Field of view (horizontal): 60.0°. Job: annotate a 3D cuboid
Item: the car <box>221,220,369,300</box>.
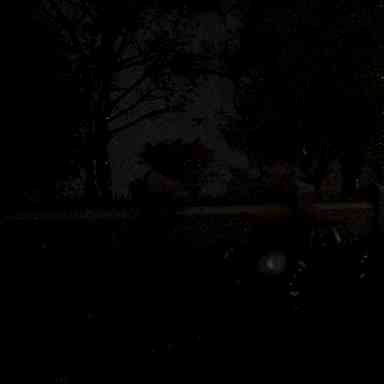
[{"bbox_3d":[2.676,1.492,8.470,4.097,1.590,1.967,1,0,-35],"label":"car"}]
